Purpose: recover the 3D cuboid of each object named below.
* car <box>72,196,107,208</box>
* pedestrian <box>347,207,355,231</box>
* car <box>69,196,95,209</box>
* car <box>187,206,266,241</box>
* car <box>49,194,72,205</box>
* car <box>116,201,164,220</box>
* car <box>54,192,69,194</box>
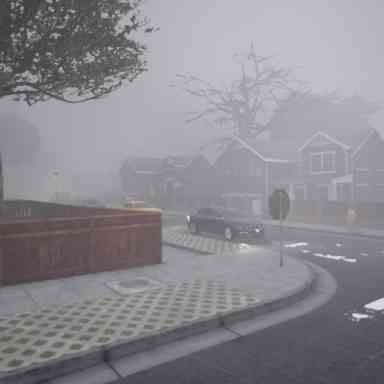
[{"bbox_3d":[-9.911,1.408,32.748,1.837,1.490,4.892,-1,1,-36],"label":"car"},{"bbox_3d":[8.394,1.357,17.564,0.375,1.300,0.375,0,0,-36],"label":"pedestrian"},{"bbox_3d":[-14.653,1.324,44.147,1.882,1.535,5.008,-1,0,-35],"label":"car"},{"bbox_3d":[1.577,1.481,16.857,1.837,1.490,4.892,-1,1,-34],"label":"car"},{"bbox_3d":[-16.223,1.366,41.462,2.128,1.511,4.902,-1,1,-36],"label":"car"},{"bbox_3d":[-3.948,1.416,24.562,1.882,1.535,5.008,-1,1,-36],"label":"car"},{"bbox_3d":[-20.882,1.051,52.605,2.150,2.045,5.566,-1,0,-36],"label":"car"}]
